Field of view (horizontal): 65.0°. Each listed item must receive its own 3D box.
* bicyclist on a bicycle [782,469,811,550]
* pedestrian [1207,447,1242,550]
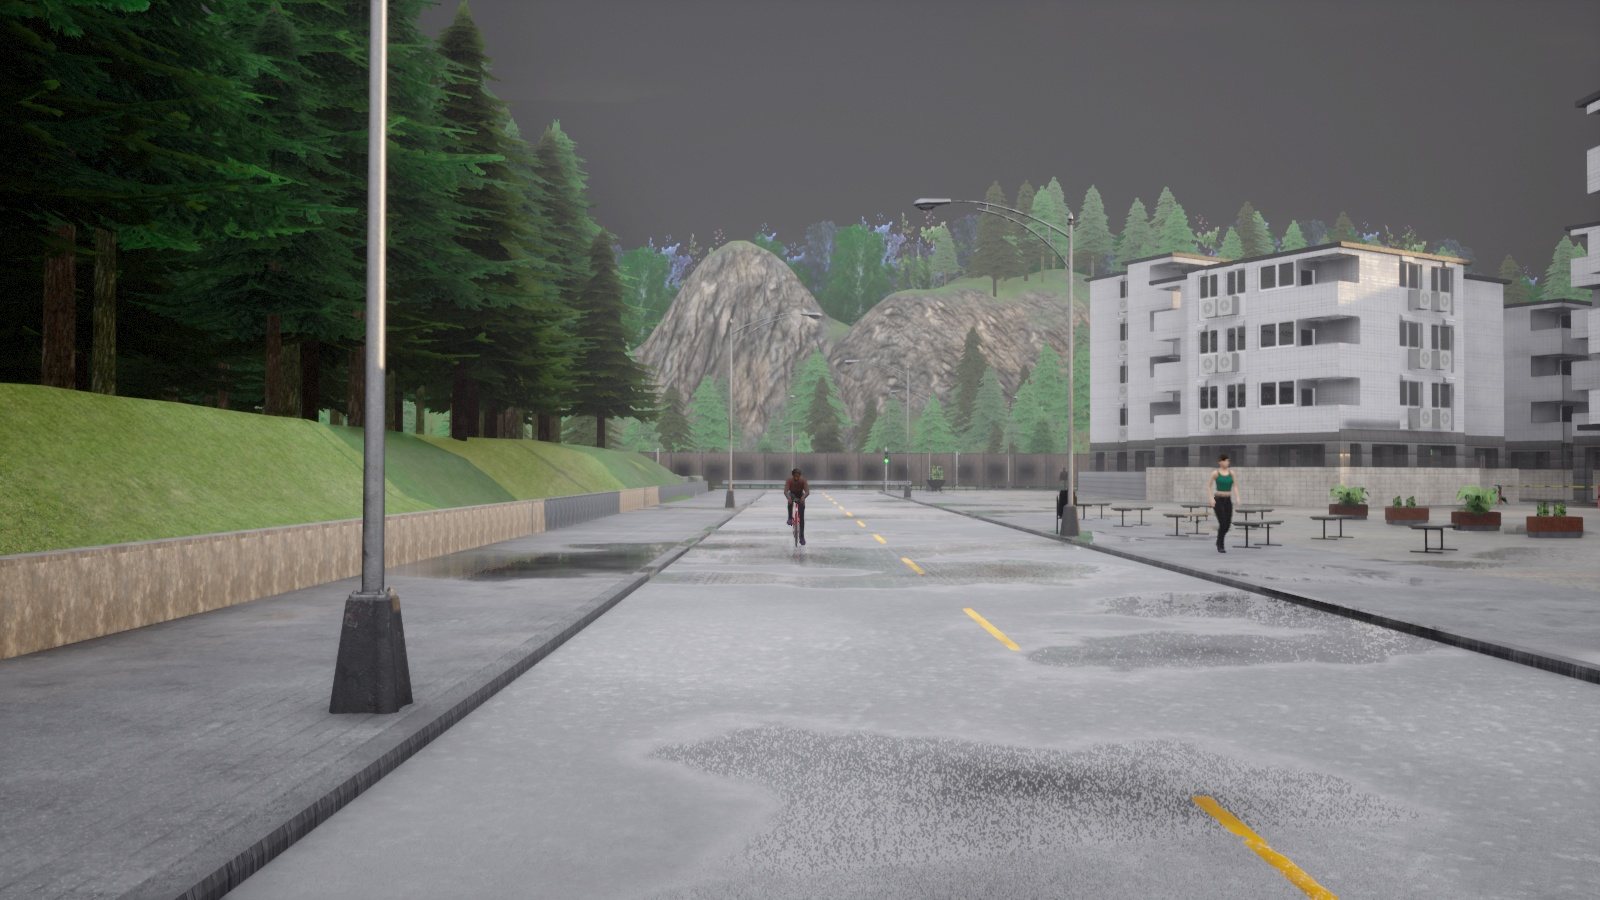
[{"bbox_3d":[-0.067,1.204,25.956,0.582,1.620,1.656,0,-1,0],"label":"bicyclist on a bicycle"},{"bbox_3d":[7.690,0.876,22.752,0.345,1.836,0.594,0,-1,-9],"label":"pedestrian"}]
